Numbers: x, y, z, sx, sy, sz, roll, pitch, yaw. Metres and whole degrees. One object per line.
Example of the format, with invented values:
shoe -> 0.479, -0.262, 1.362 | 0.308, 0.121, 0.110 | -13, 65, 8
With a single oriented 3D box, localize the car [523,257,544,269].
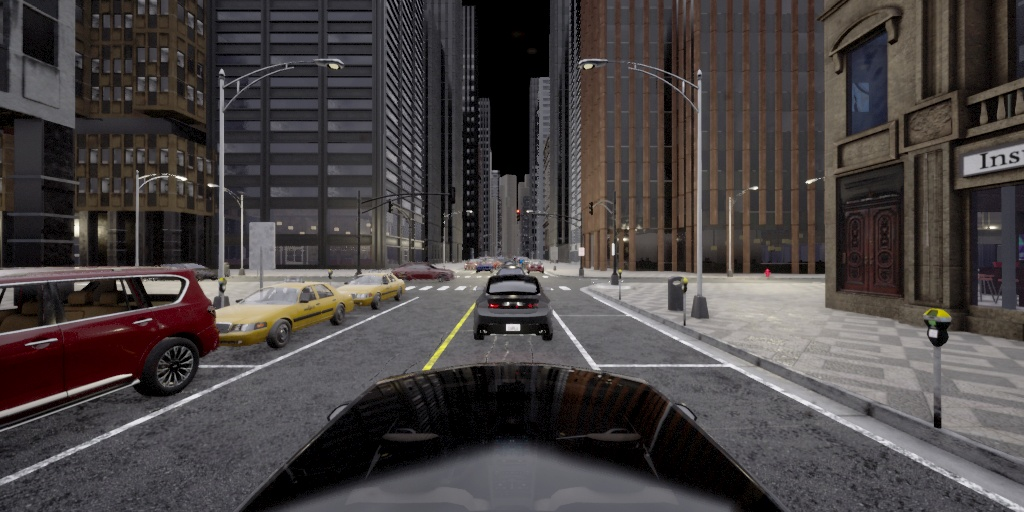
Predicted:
car -> 2.662, 1.196, 41.816 | 1.967, 1.591, 4.097 | 0, 0, 0

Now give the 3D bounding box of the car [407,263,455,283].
car -> -6.583, 1.258, 26.739 | 4.674, 1.442, 1.812 | 0, 0, -1

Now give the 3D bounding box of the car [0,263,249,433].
car -> -5.767, 1.065, 3.797 | 2.192, 1.841, 5.009 | 0, 0, 0

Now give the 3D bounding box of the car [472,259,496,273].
car -> -3.192, 1.357, 42.330 | 1.895, 1.301, 4.718 | 0, 0, 0

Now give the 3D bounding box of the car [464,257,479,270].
car -> -5.891, 1.199, 52.994 | 1.967, 1.591, 4.097 | 0, 0, 0

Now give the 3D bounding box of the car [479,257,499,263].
car -> -3.213, 1.111, 52.024 | 2.097, 1.767, 4.553 | 0, 0, 0

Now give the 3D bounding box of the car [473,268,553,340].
car -> 0.036, 1.255, 9.924 | 1.837, 1.490, 4.892 | 0, 0, 0

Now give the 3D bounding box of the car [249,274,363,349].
car -> -5.780, 1.276, 9.229 | 1.751, 1.417, 4.829 | 0, 0, 0

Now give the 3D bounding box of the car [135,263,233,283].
car -> -24.205, 1.225, 26.588 | 5.357, 1.411, 2.033 | 0, 0, 0

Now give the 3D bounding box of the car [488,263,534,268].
car -> -0.046, 1.298, 20.253 | 2.033, 1.411, 5.357 | 0, 0, 0

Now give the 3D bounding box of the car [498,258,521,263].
car -> -0.268, 1.282, 42.523 | 1.812, 1.442, 4.674 | 0, 0, 4

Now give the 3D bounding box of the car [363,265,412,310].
car -> -5.795, 1.276, 14.830 | 1.751, 1.417, 4.829 | 0, 0, 0

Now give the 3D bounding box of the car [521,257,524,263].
car -> 2.620, 1.312, 58.643 | 2.007, 1.370, 4.403 | 0, 0, 0
